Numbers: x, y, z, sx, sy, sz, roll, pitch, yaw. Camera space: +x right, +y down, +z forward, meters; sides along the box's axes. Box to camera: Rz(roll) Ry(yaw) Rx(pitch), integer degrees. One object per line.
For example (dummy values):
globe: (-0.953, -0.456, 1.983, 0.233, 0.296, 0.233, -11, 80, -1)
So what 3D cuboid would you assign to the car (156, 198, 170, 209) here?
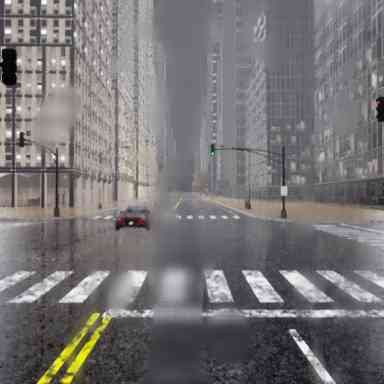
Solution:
car: (-3.978, 1.525, 46.456, 2.033, 1.411, 5.357, 0, 0, -1)

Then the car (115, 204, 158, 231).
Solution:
car: (-3.467, 1.593, 20.659, 1.994, 1.385, 4.181, 0, -1, -2)
